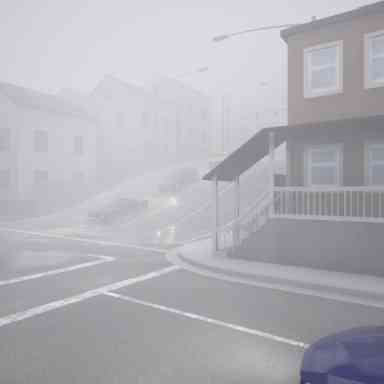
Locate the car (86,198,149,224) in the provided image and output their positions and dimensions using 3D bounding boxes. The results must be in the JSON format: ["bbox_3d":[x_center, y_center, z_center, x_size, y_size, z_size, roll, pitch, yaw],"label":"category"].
[{"bbox_3d":[-5.361,1.256,24.187,1.895,1.301,4.718,0,12,34],"label":"car"}]

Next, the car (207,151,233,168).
[{"bbox_3d":[3.515,-3.731,37.090,1.882,1.535,5.008,0,13,35],"label":"car"}]

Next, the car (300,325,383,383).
[{"bbox_3d":[2.981,1.526,1.838,4.674,1.442,1.812,0,0,36],"label":"car"}]

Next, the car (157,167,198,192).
[{"bbox_3d":[-1.275,-1.268,30.157,1.837,1.490,4.892,0,20,34],"label":"car"}]
